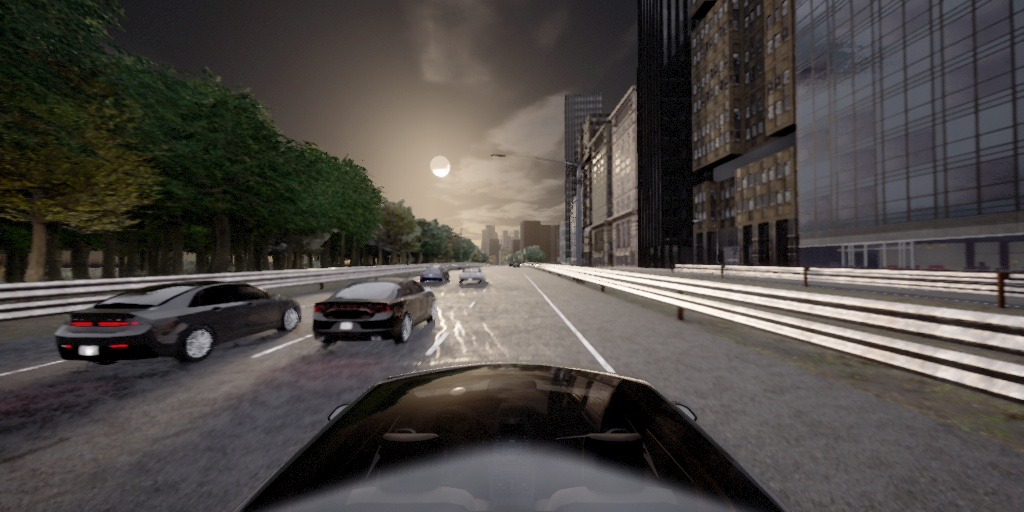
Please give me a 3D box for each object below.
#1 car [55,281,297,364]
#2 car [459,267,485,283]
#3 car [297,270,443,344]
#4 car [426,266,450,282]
[{"bbox_3d":[-6.897,1.317,8.271,1.837,1.490,4.892,0,-1,0],"label":"car"},{"bbox_3d":[-3.397,1.645,31.251,1.895,1.301,4.718,0,-1,0],"label":"car"},{"bbox_3d":[-3.400,1.305,9.834,1.882,1.535,5.008,0,-1,0],"label":"car"},{"bbox_3d":[-6.897,1.621,32.542,1.994,1.385,4.181,0,-1,0],"label":"car"}]
